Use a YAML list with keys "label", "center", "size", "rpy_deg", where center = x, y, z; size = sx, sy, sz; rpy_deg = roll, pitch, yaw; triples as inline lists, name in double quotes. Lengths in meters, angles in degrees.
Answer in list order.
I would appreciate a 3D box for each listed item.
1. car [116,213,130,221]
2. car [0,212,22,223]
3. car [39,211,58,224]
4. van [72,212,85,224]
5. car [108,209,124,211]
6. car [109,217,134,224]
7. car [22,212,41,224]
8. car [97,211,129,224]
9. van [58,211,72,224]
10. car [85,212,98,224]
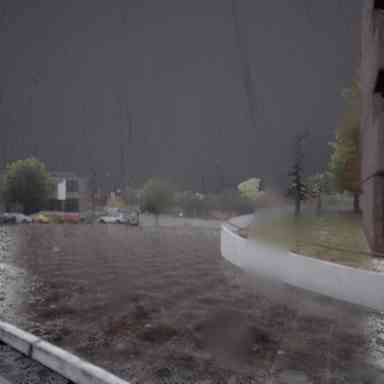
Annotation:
- label: "car"
  center: [-18.597, 6.777, 90.164]
  size: [1.946, 1.575, 5.366]
  rpy_deg: [1, 1, 10]
- label: "car"
  center: [-26.051, 3.451, 44.726]
  size: [4.674, 1.452, 2.002]
  rpy_deg: [1, -5, 5]
- label: "car"
  center: [-23.719, 3.955, 50.222]
  size: [5.366, 1.575, 1.946]
  rpy_deg: [1, -5, 5]
- label: "van"
  center: [-20.883, 4.289, 55.693]
  size: [4.442, 1.987, 1.878]
  rpy_deg: [1, -5, 5]
- label: "car"
  center: [-21.243, 6.577, 91.466]
  size: [2.185, 1.767, 4.553]
  rpy_deg: [1, 1, 10]
- label: "car"
  center: [-14.695, 5.924, 69.332]
  size: [4.674, 1.452, 2.002]
  rpy_deg: [1, -5, 5]
- label: "car"
  center: [-24.802, 3.726, 47.471]
  size: [4.674, 1.452, 2.002]
  rpy_deg: [1, -5, 5]
- label: "car"
  center: [-15.972, 5.359, 66.623]
  size: [5.566, 2.045, 2.435]
  rpy_deg: [1, -5, 5]
- label: "van"
  center: [-22.147, 4.013, 52.954]
  size: [4.442, 1.987, 1.878]
  rpy_deg: [1, -5, 5]
- label: "car"
  center: [-19.734, 4.787, 58.405]
  size: [4.892, 1.521, 2.231]
  rpy_deg: [1, -5, 5]
